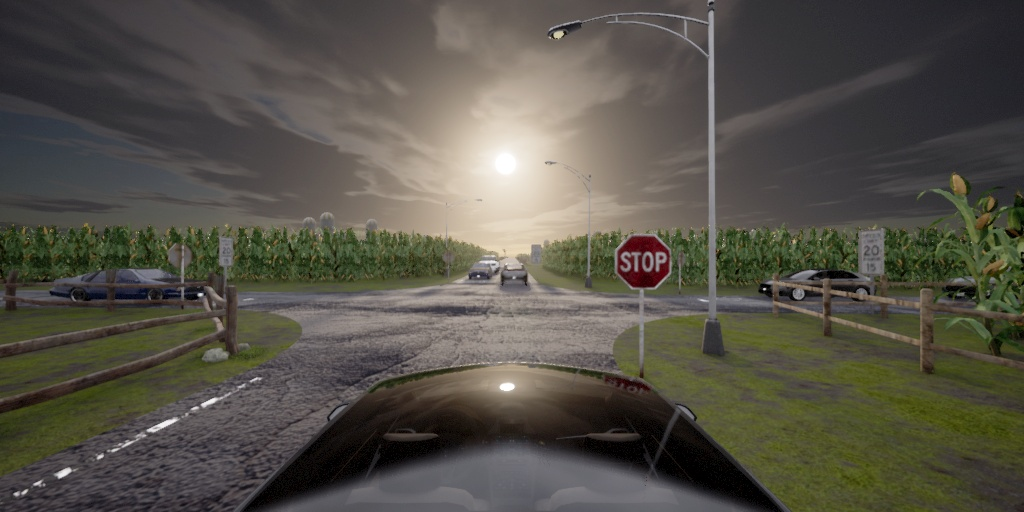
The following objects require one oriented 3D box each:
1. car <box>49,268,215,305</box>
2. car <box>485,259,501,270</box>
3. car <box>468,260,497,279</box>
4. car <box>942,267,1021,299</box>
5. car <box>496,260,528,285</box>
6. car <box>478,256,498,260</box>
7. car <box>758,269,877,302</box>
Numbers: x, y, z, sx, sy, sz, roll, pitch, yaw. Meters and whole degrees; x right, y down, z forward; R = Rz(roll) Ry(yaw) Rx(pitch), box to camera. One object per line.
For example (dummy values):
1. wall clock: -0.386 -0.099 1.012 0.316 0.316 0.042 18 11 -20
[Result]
1. car: -15.573 1.203 14.858 5.357 1.411 2.033 0 -1 0
2. car: -2.717 1.236 53.091 2.128 1.511 4.902 0 0 0
3. car: -2.781 1.299 32.368 2.033 1.411 5.357 0 0 0
4. car: 23.908 1.289 17.299 4.553 1.767 2.097 0 -1 1
5. car: 0.155 1.244 26.385 2.128 1.511 4.902 0 0 0
6. car: -2.745 0.971 42.629 2.150 2.045 5.566 0 0 1
7. car: 14.704 1.379 17.415 4.892 1.490 1.837 0 -1 1
